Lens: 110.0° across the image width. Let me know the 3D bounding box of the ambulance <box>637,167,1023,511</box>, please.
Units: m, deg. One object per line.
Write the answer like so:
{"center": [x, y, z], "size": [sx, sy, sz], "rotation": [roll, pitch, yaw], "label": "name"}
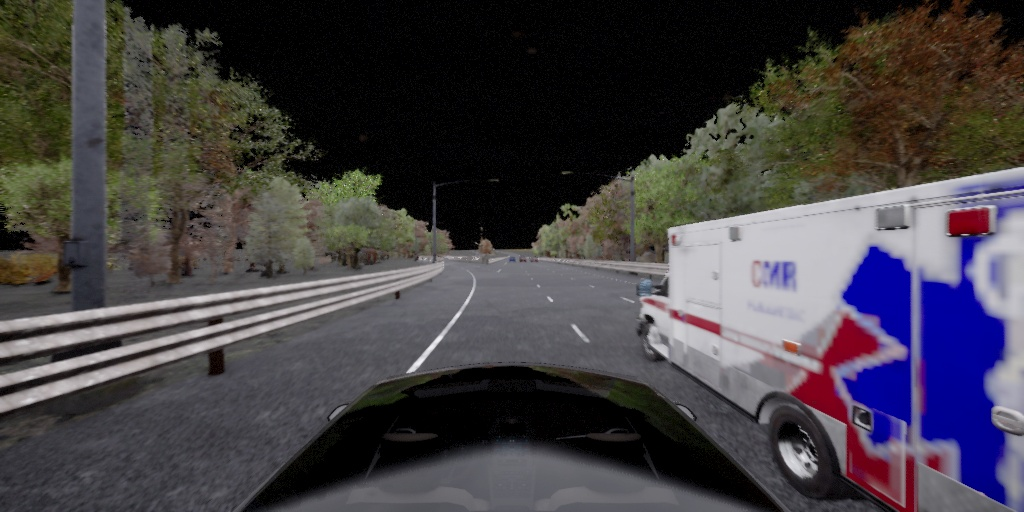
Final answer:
{"center": [3.505, 0.797, 4.423], "size": [2.351, 2.431, 6.366], "rotation": [0, 0, 0], "label": "ambulance"}
